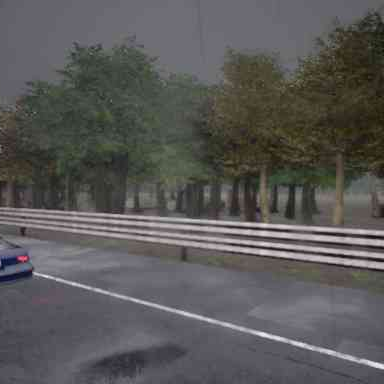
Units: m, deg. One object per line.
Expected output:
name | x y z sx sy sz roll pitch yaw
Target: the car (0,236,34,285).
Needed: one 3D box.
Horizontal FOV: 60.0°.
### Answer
car | -6.089 1.522 8.293 5.357 1.411 2.033 0 0 36
